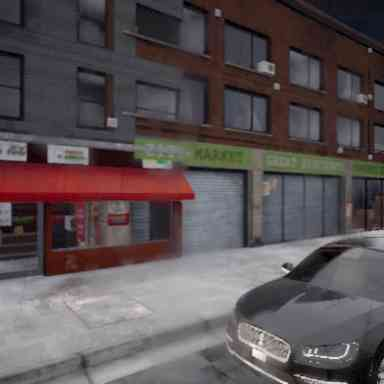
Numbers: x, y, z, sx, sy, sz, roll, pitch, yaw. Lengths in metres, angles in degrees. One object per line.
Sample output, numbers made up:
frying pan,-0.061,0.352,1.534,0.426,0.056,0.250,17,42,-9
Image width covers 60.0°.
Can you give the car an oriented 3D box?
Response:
car,2.700,1.506,4.997,4.892,1.490,1.837,0,0,-35
